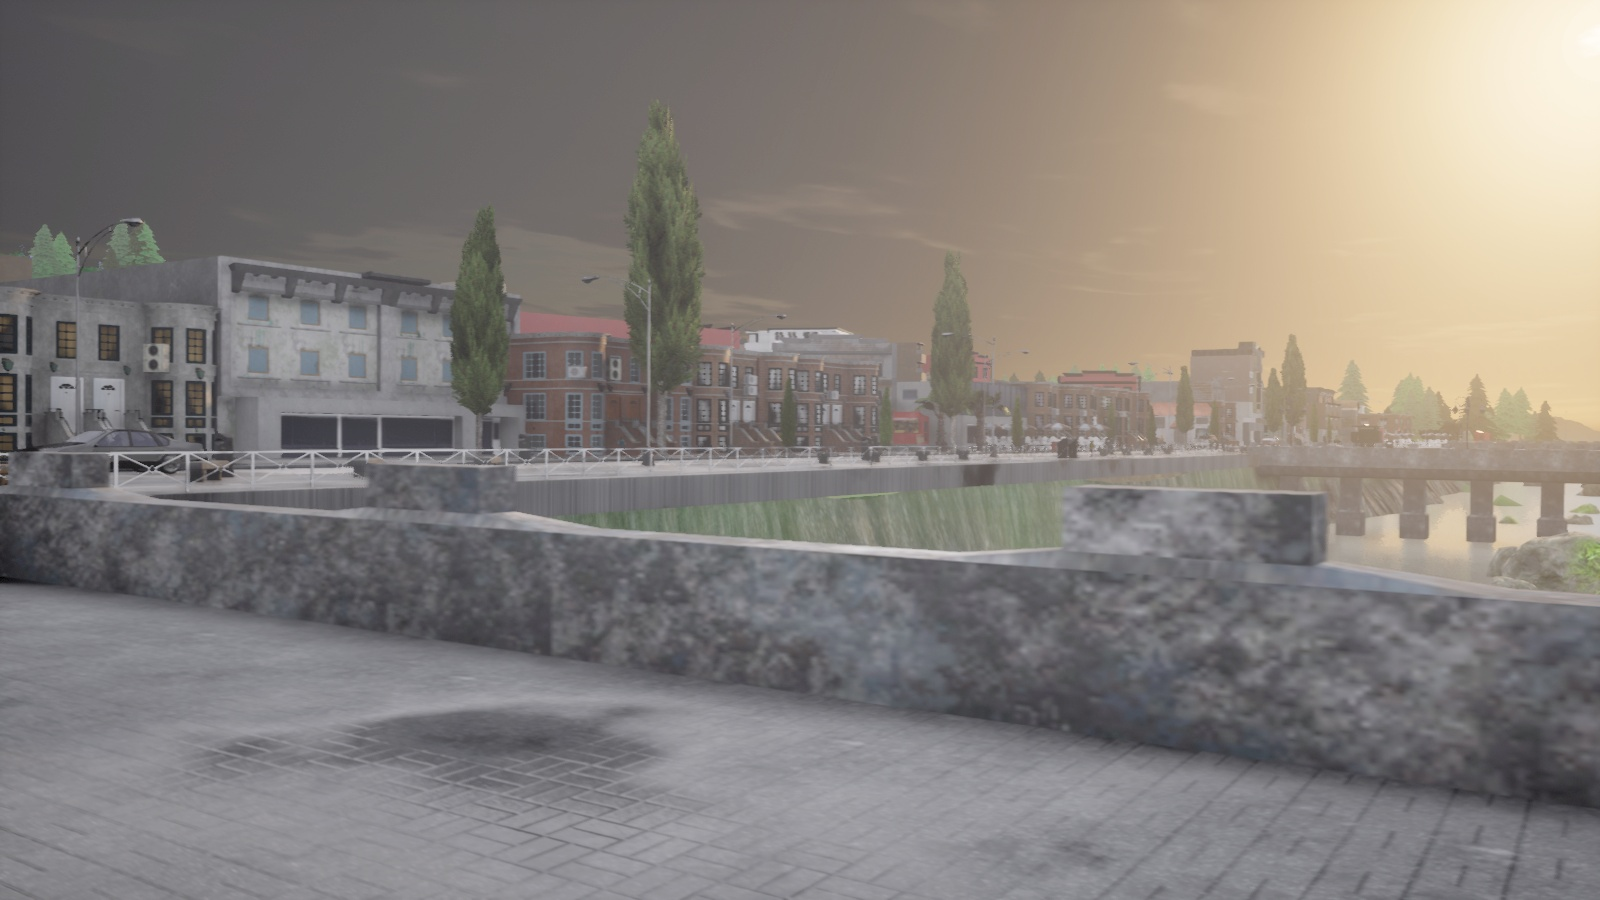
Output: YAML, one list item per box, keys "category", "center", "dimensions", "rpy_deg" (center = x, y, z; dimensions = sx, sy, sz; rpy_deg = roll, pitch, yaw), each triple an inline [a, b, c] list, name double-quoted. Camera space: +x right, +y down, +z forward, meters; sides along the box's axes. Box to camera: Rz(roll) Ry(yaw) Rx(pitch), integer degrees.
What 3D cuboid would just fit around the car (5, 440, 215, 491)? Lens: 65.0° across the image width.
- category: "car"
  center: [-21.219, 0.441, 38.866]
  dimensions: [2.033, 1.411, 5.357]
  rpy_deg: [0, 1, 34]
